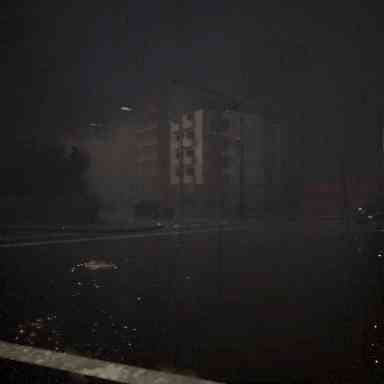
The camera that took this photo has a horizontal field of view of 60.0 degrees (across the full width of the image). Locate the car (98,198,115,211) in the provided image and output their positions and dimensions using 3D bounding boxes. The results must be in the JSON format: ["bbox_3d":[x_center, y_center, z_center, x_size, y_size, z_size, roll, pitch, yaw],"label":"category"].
[{"bbox_3d":[-10.677,1.420,39.270,1.882,1.535,5.008,0,0,-35],"label":"car"}]

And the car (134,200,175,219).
[{"bbox_3d":[-3.310,1.424,28.679,1.882,1.535,5.008,0,0,-35],"label":"car"}]

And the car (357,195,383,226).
[{"bbox_3d":[13.224,1.182,21.887,5.566,2.045,2.150,0,0,-33],"label":"car"}]
